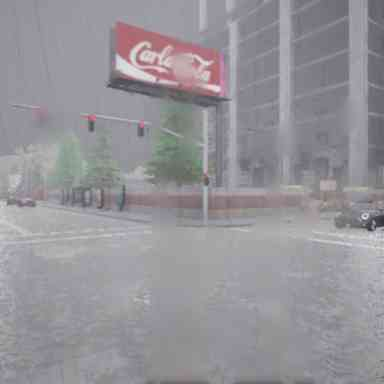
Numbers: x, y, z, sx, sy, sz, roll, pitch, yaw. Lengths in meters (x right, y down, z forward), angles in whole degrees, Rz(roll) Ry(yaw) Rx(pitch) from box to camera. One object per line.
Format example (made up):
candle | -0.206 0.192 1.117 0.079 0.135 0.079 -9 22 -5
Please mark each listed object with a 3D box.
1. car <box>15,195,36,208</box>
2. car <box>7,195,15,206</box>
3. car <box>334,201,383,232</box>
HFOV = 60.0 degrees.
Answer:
car | -23.729 1.520 47.746 1.812 1.442 4.674 0 0 -35
car | -29.612 1.346 55.901 2.097 1.767 4.553 0 0 -36
car | 10.679 1.332 20.196 4.553 1.767 2.097 0 0 -36
